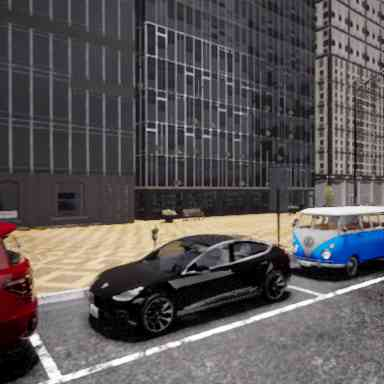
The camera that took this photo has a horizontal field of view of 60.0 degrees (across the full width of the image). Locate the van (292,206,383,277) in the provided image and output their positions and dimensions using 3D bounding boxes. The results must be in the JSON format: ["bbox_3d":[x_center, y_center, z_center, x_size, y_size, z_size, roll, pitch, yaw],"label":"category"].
[{"bbox_3d":[4.675,1.339,9.899,3.998,1.788,1.690,0,0,-35],"label":"van"}]

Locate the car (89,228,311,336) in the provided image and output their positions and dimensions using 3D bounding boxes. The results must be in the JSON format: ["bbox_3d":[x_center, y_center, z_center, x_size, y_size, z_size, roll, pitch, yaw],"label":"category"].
[{"bbox_3d":[0.179,1.564,6.692,4.313,1.339,1.947,0,0,-35],"label":"car"}]

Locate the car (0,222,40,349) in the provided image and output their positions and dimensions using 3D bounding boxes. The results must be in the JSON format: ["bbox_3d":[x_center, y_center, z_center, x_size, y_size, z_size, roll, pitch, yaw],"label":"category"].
[{"bbox_3d":[-4.320,1.315,3.486,5.009,1.841,2.192,0,0,-35],"label":"car"}]
